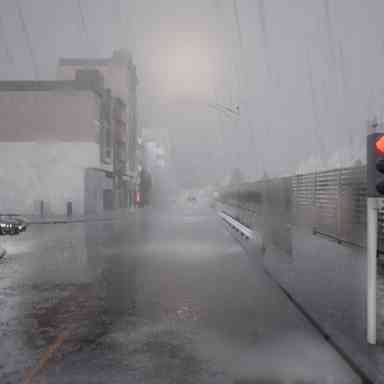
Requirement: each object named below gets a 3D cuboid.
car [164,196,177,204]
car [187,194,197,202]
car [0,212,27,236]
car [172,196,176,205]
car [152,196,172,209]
[{"bbox_3d":[-4.077,1.491,64.827,2.128,1.511,4.902,0,0,0],"label":"car"},{"bbox_3d":[-0.038,1.355,76.616,2.097,1.767,4.553,0,0,0],"label":"car"},{"bbox_3d":[-10.748,1.506,16.675,4.892,1.490,1.837,0,-1,10],"label":"car"},{"bbox_3d":[-4.113,1.477,54.579,1.882,1.535,5.008,0,0,0],"label":"car"},{"bbox_3d":[-4.116,1.505,44.346,1.837,1.490,4.892,0,0,0],"label":"car"}]
